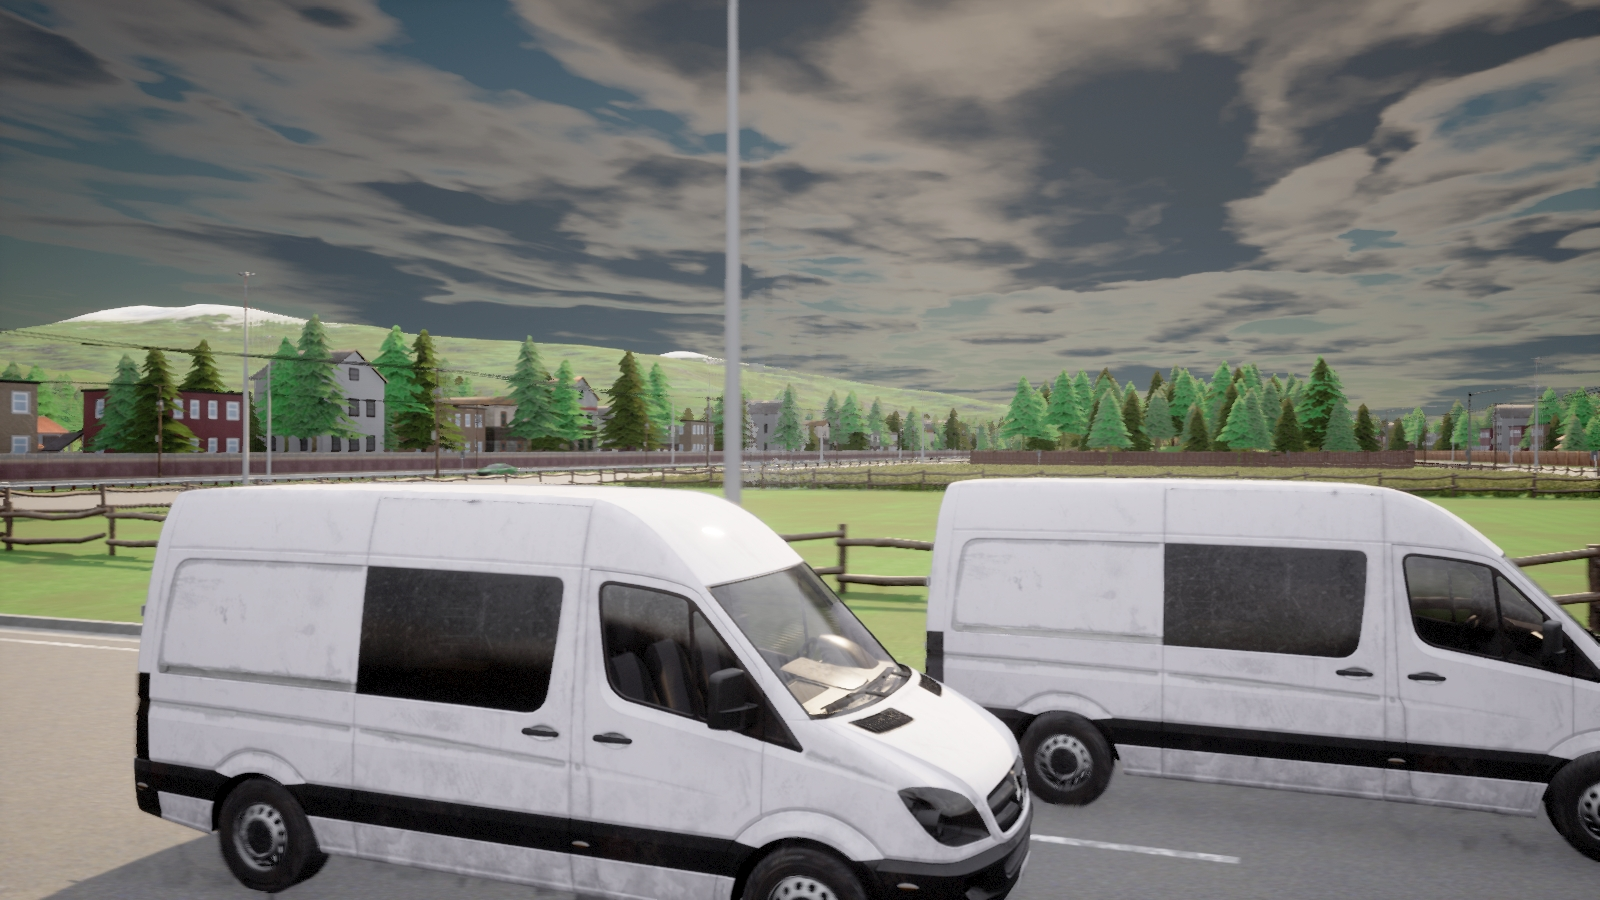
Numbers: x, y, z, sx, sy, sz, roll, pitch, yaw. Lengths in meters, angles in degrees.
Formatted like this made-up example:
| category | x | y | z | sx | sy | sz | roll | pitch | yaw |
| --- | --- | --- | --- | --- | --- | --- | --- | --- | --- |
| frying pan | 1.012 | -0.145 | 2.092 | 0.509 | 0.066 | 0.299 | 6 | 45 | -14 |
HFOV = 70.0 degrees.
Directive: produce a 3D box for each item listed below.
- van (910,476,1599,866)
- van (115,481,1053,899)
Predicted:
| category | x | y | z | sx | sy | sz | roll | pitch | yaw |
| --- | --- | --- | --- | --- | --- | --- | --- | --- | --- |
| van | 4.025 | 1.534 | 9.294 | 5.915 | 2.561 | 1.988 | 0 | 0 | 20 |
| van | -1.463 | 1.534 | 7.565 | 5.915 | 2.561 | 1.988 | 0 | 0 | 20 |
